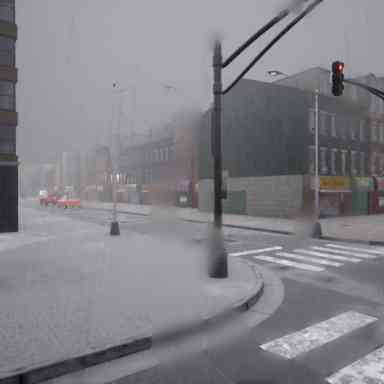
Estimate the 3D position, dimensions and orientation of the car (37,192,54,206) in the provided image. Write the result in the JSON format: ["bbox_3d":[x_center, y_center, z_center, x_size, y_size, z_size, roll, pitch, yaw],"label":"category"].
[{"bbox_3d":[-21.631,1.045,50.922,2.150,2.045,5.566,0,0,-36],"label":"car"}]

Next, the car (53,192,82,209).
[{"bbox_3d":[-15.891,1.206,42.983,2.097,1.767,4.553,0,0,-36],"label":"car"}]
